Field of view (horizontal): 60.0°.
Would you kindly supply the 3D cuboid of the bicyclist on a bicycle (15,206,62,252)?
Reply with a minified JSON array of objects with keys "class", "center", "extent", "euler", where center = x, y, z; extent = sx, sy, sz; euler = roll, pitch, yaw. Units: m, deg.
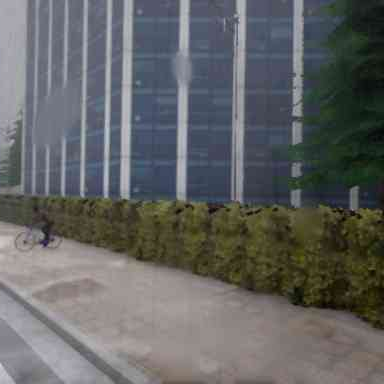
[{"class":"bicyclist on a bicycle","center":[-5.541,1.316,12.098],"extent":[1.656,1.620,0.582],"euler":[1,0,-43]}]
